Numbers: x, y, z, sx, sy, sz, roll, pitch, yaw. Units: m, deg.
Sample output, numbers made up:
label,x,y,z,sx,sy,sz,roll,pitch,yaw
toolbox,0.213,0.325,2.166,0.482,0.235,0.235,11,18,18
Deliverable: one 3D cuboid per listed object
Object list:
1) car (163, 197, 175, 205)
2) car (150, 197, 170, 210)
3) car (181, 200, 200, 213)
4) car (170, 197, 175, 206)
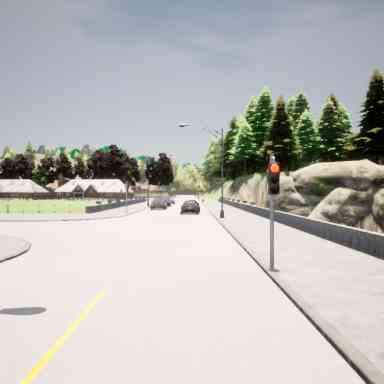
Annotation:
label,x,y,z,sx,sy,sz,roll,pitch,yaw
car,-4.225,1.601,62.154,1.895,1.301,4.718,0,0,0
car,-4.214,1.526,42.633,1.812,1.442,4.674,0,0,-1
car,-0.166,1.564,36.279,1.994,1.385,4.181,0,0,2
car,-4.233,1.547,52.341,2.033,1.411,5.357,0,0,-1
